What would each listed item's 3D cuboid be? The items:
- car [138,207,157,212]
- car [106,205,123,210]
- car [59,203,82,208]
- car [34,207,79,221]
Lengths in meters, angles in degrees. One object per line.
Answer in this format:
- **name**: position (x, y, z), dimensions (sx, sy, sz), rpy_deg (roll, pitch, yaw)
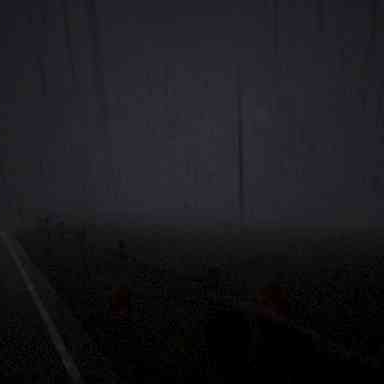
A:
- **car**: position (-9.363, 4.105, 71.703), dimensions (4.611, 1.667, 2.242), rpy_deg (3, -3, -29)
- **car**: position (-21.091, 4.411, 92.877), dimensions (3.866, 1.878, 1.905), rpy_deg (3, -3, -29)
- **car**: position (-27.736, 3.565, 77.559), dimensions (4.605, 1.855, 1.932), rpy_deg (3, -3, -29)
- **car**: position (-12.876, 2.456, 32.064), dimensions (1.994, 1.385, 4.181), rpy_deg (0, -3, 39)
